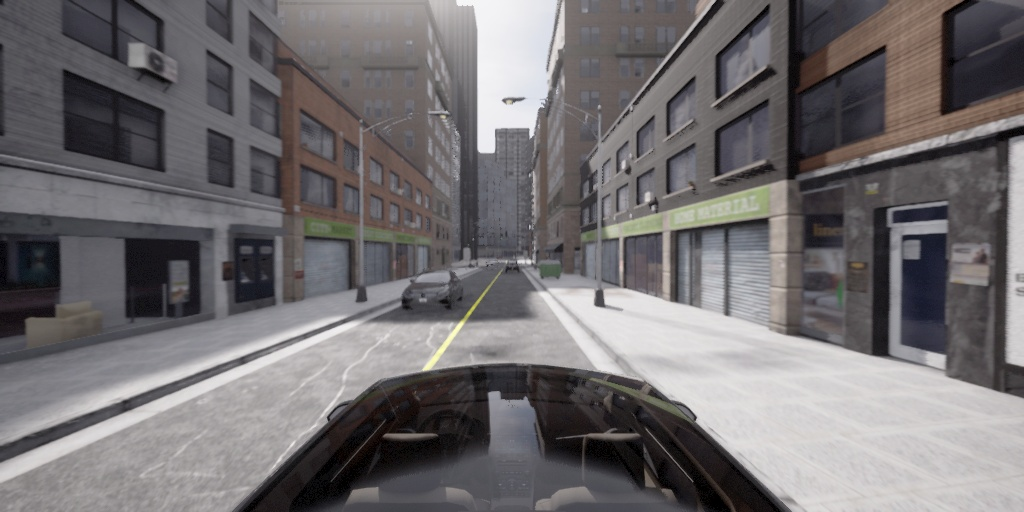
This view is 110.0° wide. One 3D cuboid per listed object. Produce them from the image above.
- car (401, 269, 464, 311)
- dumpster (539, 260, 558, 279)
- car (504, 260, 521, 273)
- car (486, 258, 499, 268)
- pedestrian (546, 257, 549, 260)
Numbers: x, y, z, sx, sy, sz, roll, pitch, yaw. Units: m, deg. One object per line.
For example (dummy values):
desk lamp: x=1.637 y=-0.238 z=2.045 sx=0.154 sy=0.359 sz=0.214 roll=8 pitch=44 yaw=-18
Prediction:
car: x=-3.098 y=1.294 z=14.805 sx=1.812 sy=1.442 sz=4.674 roll=0 pitch=0 yaw=0
dumpster: x=3.138 y=1.192 z=30.911 sx=1.020 sy=1.700 sz=1.940 roll=0 pitch=0 yaw=0
car: x=0.059 y=1.317 z=45.977 sx=1.837 sy=1.490 sz=4.892 roll=0 pitch=-1 yaw=0
car: x=-2.994 y=1.017 z=55.690 sx=2.033 sy=1.411 sz=5.357 roll=0 pitch=0 yaw=0
pedestrian: x=3.138 y=0.940 z=32.278 sx=0.375 sy=1.860 sz=0.375 roll=-1 pitch=1 yaw=-9
